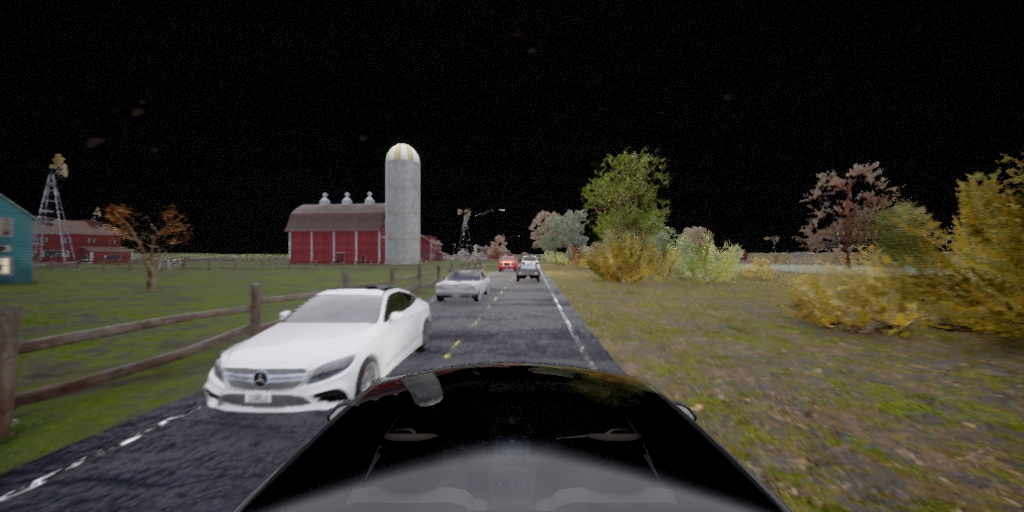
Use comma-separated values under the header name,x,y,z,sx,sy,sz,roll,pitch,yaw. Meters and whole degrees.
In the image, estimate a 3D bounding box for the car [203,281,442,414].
name,x,y,z,sx,sy,sz,roll,pitch,yaw
car,-2.687,1.262,6.211,1.812,1.442,4.674,0,0,2

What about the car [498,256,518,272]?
name,x,y,z,sx,sy,sz,roll,pitch,yaw
car,-0.452,0.977,45.962,2.150,2.045,5.566,0,0,3

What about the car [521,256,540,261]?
name,x,y,z,sx,sy,sz,roll,pitch,yaw
car,2.248,0.990,44.032,2.150,2.045,5.566,0,0,4

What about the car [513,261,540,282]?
name,x,y,z,sx,sy,sz,roll,pitch,yaw
car,1.353,1.346,29.239,1.895,1.301,4.718,0,0,4

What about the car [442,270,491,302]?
name,x,y,z,sx,sy,sz,roll,pitch,yaw
car,-2.197,1.333,16.985,1.895,1.301,4.718,0,0,3
